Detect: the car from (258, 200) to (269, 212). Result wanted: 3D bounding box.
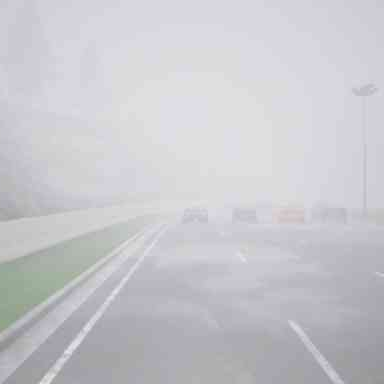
[{"bbox_3d":[9.417,1.754,43.360,1.837,1.490,4.892,-1,0,27],"label":"car"}]

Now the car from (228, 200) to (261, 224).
[{"bbox_3d":[4.085,1.630,26.458,1.882,1.535,5.008,0,0,6],"label":"car"}]

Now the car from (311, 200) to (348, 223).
[{"bbox_3d":[11.243,1.635,27.524,1.882,1.535,5.008,0,-1,8],"label":"car"}]

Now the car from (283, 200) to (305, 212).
[{"bbox_3d":[13.344,1.773,43.251,1.812,1.442,4.674,0,-1,29],"label":"car"}]

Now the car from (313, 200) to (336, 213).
[{"bbox_3d":[16.960,1.746,42.482,1.837,1.490,4.892,-1,-1,32],"label":"car"}]

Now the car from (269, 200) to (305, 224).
[{"bbox_3d":[7.594,1.629,26.458,1.882,1.535,5.008,0,0,6],"label":"car"}]

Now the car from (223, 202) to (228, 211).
[{"bbox_3d":[5.646,1.817,44.215,1.994,1.385,4.181,0,0,26],"label":"car"}]

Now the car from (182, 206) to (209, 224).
[{"bbox_3d":[0.353,1.749,25.797,1.895,1.301,4.718,0,0,3],"label":"car"}]
